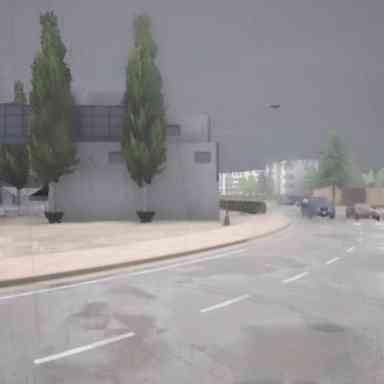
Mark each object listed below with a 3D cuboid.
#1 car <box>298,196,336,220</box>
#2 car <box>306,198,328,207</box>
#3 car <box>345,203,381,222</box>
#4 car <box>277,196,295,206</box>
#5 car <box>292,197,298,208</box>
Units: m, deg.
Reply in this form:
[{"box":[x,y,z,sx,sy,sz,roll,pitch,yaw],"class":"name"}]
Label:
[{"box":[11.519,1.418,30.582,2.150,2.045,5.566,0,0,9],"class":"car"},{"box":[21.850,1.852,58.413,1.882,1.535,5.008,0,0,-3],"class":"car"},{"box":[14.598,1.694,28.648,1.812,1.442,4.674,0,0,11],"class":"car"},{"box":[18.041,1.987,64.415,2.033,1.411,5.357,0,0,-3],"class":"car"},{"box":[18.578,1.900,53.845,2.033,1.411,5.357,0,0,-3],"class":"car"}]
